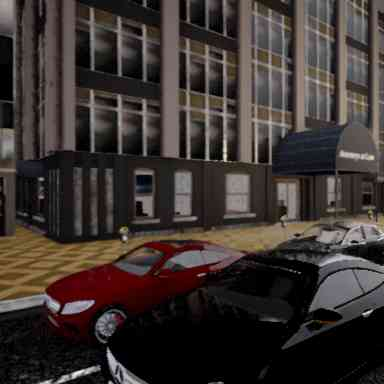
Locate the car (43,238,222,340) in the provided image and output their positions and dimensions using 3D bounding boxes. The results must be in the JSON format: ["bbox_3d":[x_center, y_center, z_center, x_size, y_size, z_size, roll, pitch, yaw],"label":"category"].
[{"bbox_3d":[-0.483,1.578,6.218,4.206,1.307,1.802,0,0,-36],"label":"car"}]

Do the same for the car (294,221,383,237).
[{"bbox_3d":[4.153,1.539,9.529,4.403,1.369,2.008,0,0,-36],"label":"car"}]

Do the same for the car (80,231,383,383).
[{"bbox_3d":[1.231,1.522,4.256,4.674,1.442,1.812,0,0,-36],"label":"car"}]
